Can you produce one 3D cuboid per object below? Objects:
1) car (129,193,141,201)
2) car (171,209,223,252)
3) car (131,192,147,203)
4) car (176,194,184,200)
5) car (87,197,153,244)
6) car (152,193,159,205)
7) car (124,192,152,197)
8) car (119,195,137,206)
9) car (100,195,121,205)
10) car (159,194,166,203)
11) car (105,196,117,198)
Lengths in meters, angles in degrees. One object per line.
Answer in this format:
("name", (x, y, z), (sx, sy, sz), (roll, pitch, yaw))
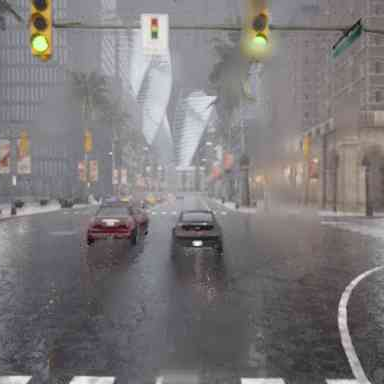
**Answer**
("car", (-13.061, 1.108, 76.433), (2.185, 1.767, 4.553), (0, 0, 0))
("car", (0.201, 1.464, 13.574), (1.837, 1.490, 4.892), (0, 0, 0))
("car", (-10.033, 1.018, 63.418), (2.150, 2.045, 5.566), (0, 0, 1))
("car", (-2.987, 1.268, 83.761), (1.812, 1.442, 4.674), (0, 0, 0))
("car", (-3.285, 1.301, 15.606), (2.097, 1.767, 4.553), (0, 0, 0))
("car", (-6.662, 1.315, 51.098), (1.882, 1.535, 5.008), (0, 0, 1))
("car", (-6.781, 1.217, 41.970), (2.097, 1.767, 4.553), (0, 0, 1))
("car", (-10.128, 1.306, 52.833), (1.882, 1.535, 5.008), (0, 0, 1))
("car", (-13.295, 1.333, 54.503), (2.161, 1.482, 4.786), (0, 0, 0))
("car", (-6.553, 1.160, 61.214), (2.097, 1.767, 4.553), (0, 0, 0))
("car", (-10.271, 1.337, 42.628), (1.882, 1.535, 5.008), (0, 0, 1))
